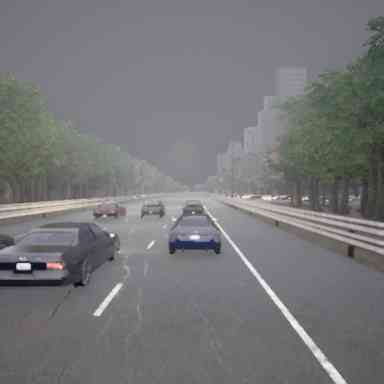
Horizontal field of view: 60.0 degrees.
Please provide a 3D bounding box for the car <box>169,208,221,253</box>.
[{"bbox_3d":[0.107,1.564,13.714,1.994,1.385,4.181,0,0,0],"label":"car"}]

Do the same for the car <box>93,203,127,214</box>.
[{"bbox_3d":[-6.883,1.584,28.463,1.895,1.301,4.718,0,0,0],"label":"car"}]

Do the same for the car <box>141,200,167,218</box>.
[{"bbox_3d":[-3.384,1.472,29.931,2.128,1.511,4.902,0,0,0],"label":"car"}]

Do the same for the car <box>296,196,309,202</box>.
[{"bbox_3d":[25.550,1.632,74.064,2.128,1.511,4.902,0,1,-43],"label":"car"}]

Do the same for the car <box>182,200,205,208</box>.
[{"bbox_3d":[0.117,1.485,30.027,1.837,1.490,4.892,0,0,0],"label":"car"}]

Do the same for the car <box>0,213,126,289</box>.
[{"bbox_3d":[-3.397,1.548,9.220,2.033,1.411,5.357,0,0,0],"label":"car"}]
